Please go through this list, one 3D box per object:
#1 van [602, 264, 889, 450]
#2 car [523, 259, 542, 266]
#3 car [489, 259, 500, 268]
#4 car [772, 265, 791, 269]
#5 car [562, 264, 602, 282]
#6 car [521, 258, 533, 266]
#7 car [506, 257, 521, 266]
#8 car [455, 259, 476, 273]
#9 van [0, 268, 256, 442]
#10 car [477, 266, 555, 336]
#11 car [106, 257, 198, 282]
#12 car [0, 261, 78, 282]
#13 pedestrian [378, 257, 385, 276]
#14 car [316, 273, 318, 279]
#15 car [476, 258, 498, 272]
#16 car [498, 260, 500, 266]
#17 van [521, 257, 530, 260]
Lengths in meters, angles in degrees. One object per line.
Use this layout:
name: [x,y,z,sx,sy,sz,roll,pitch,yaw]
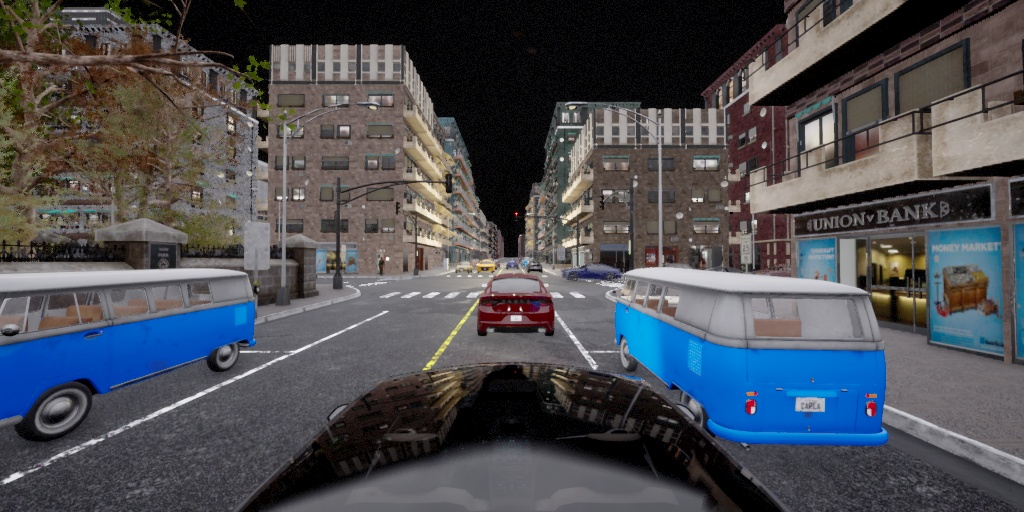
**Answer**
van: [2.658,1.092,5.055,1.690,1.789,3.998,0,0,0]
car: [2.681,1.331,43.001,1.948,1.339,4.313,0,0,0]
car: [-3.077,1.301,63.792,1.812,1.442,4.674,0,0,0]
car: [21.589,1.443,28.506,4.674,1.442,1.812,0,-1,1]
car: [6.324,1.323,28.674,4.674,1.442,1.812,1,-1,1]
car: [2.679,1.318,48.644,2.007,1.370,4.403,0,0,0]
car: [0.084,1.298,57.426,1.812,1.442,4.674,0,0,0]
car: [-5.699,1.291,42.829,1.751,1.417,4.829,0,0,0]
van: [-5.657,1.092,5.054,1.690,1.789,3.998,0,0,0]
car: [0.096,1.230,10.416,1.882,1.535,5.008,0,0,0]
car: [-25.837,0.949,25.856,4.553,1.767,2.097,0,-1,1]
car: [-35.364,1.094,25.971,5.357,1.411,2.033,0,-1,1]
pedestrian: [-12.547,0.969,34.440,0.375,1.860,0.375,0,-1,1]
car: [-16.611,1.139,25.745,4.902,1.511,2.128,0,-1,1]
car: [-3.112,1.244,43.692,1.882,1.535,5.008,0,0,0]
car: [-3.109,1.318,53.653,2.033,1.411,5.357,0,0,0]
van: [2.677,1.114,59.928,1.690,1.789,3.998,0,0,0]
